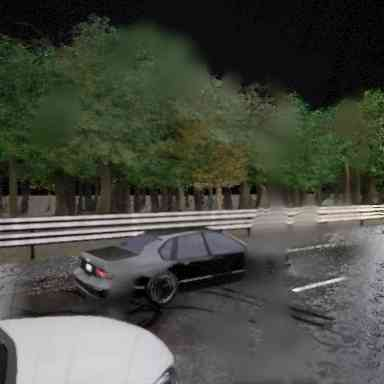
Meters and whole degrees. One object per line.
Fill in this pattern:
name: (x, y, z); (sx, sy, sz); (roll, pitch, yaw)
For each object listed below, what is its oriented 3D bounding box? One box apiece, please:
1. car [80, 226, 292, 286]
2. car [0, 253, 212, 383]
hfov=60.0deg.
car: (0.028, 1.552, 8.002); (5.357, 1.411, 2.033); (0, 0, -35)
car: (-2.244, 1.519, 2.096); (4.674, 1.442, 1.812); (0, 0, -36)
